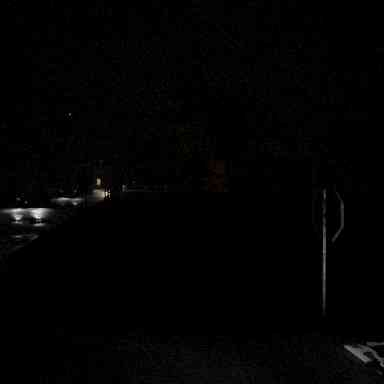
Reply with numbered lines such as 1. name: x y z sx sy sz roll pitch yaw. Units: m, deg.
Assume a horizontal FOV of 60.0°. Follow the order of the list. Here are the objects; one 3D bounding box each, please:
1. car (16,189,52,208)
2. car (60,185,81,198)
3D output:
1. car: -13.476 0.504 28.583 1.837 1.490 4.892 0 1 -10
2. car: -16.060 -0.169 44.177 2.097 1.767 4.553 0 2 -9
